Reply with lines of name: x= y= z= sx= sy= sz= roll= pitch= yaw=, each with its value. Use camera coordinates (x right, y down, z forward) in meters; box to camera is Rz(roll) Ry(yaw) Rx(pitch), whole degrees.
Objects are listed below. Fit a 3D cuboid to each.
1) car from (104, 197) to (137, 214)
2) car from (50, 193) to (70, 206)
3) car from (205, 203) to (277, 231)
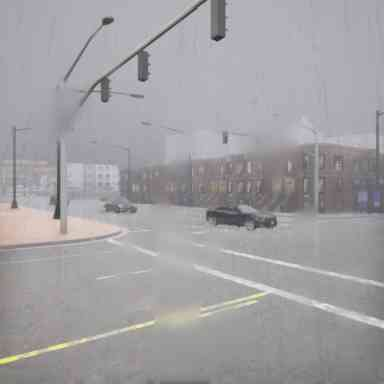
car: x=-7.549 y=1.352 z=35.019 sx=2.097 sy=1.767 sz=4.553 roll=0 pitch=0 yaw=-36
car: x=-22.043 y=1.225 z=55.330 sx=2.150 sy=2.045 sz=5.566 roll=0 pitch=0 yaw=-35
car: x=2.971 y=1.477 z=20.819 sx=1.882 sy=1.535 sz=5.008 roll=0 pitch=0 yaw=-40
